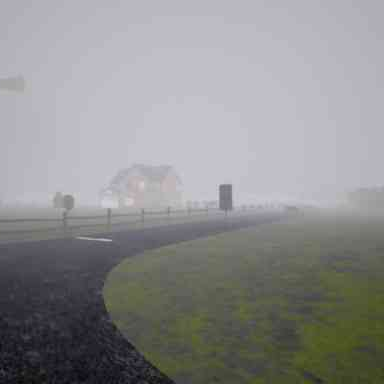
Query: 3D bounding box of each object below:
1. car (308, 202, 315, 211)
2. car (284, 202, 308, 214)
[{"bbox_3d":[19.265,2.427,55.608,1.882,1.535,5.008,-1,-1,29],"label":"car"},{"bbox_3d":[14.313,2.266,46.631,2.128,1.511,4.902,-1,-1,30],"label":"car"}]
